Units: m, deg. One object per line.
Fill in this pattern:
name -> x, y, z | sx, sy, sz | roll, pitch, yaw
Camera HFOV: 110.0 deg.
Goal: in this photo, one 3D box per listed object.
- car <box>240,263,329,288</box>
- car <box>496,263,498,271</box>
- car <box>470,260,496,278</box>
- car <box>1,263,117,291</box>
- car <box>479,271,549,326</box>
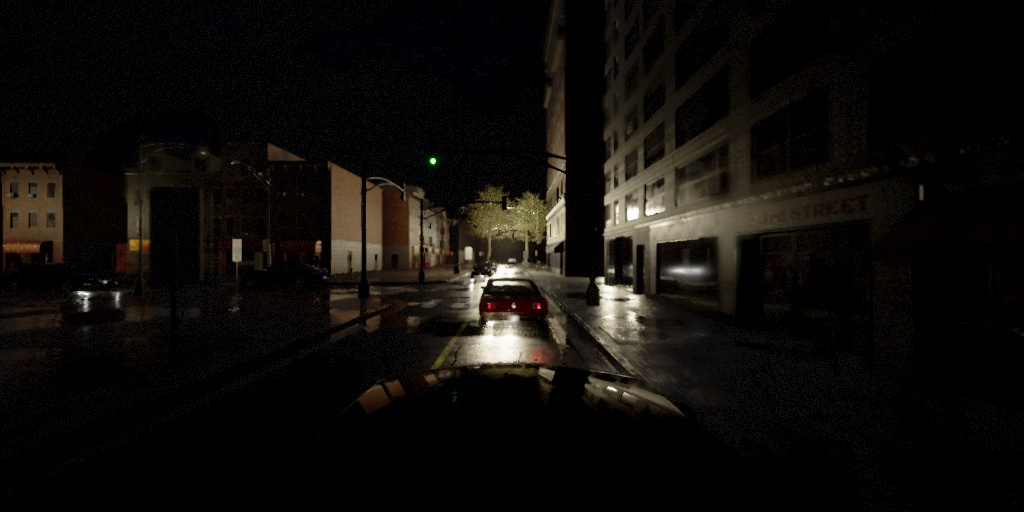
car -> -14.214, 1.177, 22.530 | 5.008, 1.535, 1.882 | 0, 0, 0
car -> -2.803, 1.261, 45.139 | 1.837, 1.490, 4.892 | 0, 0, 0
car -> -2.824, 1.278, 34.612 | 1.812, 1.442, 4.674 | 0, 0, 1
car -> -24.608, 1.164, 19.577 | 4.892, 1.490, 1.837 | 0, 0, 0
car -> -0.090, 1.348, 11.674 | 1.895, 1.301, 4.718 | 0, 0, -4
